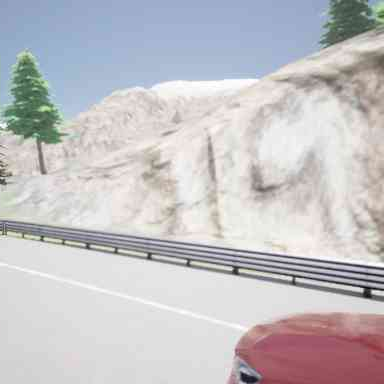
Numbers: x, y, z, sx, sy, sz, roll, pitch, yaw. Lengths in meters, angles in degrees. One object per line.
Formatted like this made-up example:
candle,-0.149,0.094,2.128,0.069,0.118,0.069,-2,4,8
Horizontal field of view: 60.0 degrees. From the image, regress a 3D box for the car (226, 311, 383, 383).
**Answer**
car,2.475,1.532,2.206,4.674,1.442,1.812,1,1,36
